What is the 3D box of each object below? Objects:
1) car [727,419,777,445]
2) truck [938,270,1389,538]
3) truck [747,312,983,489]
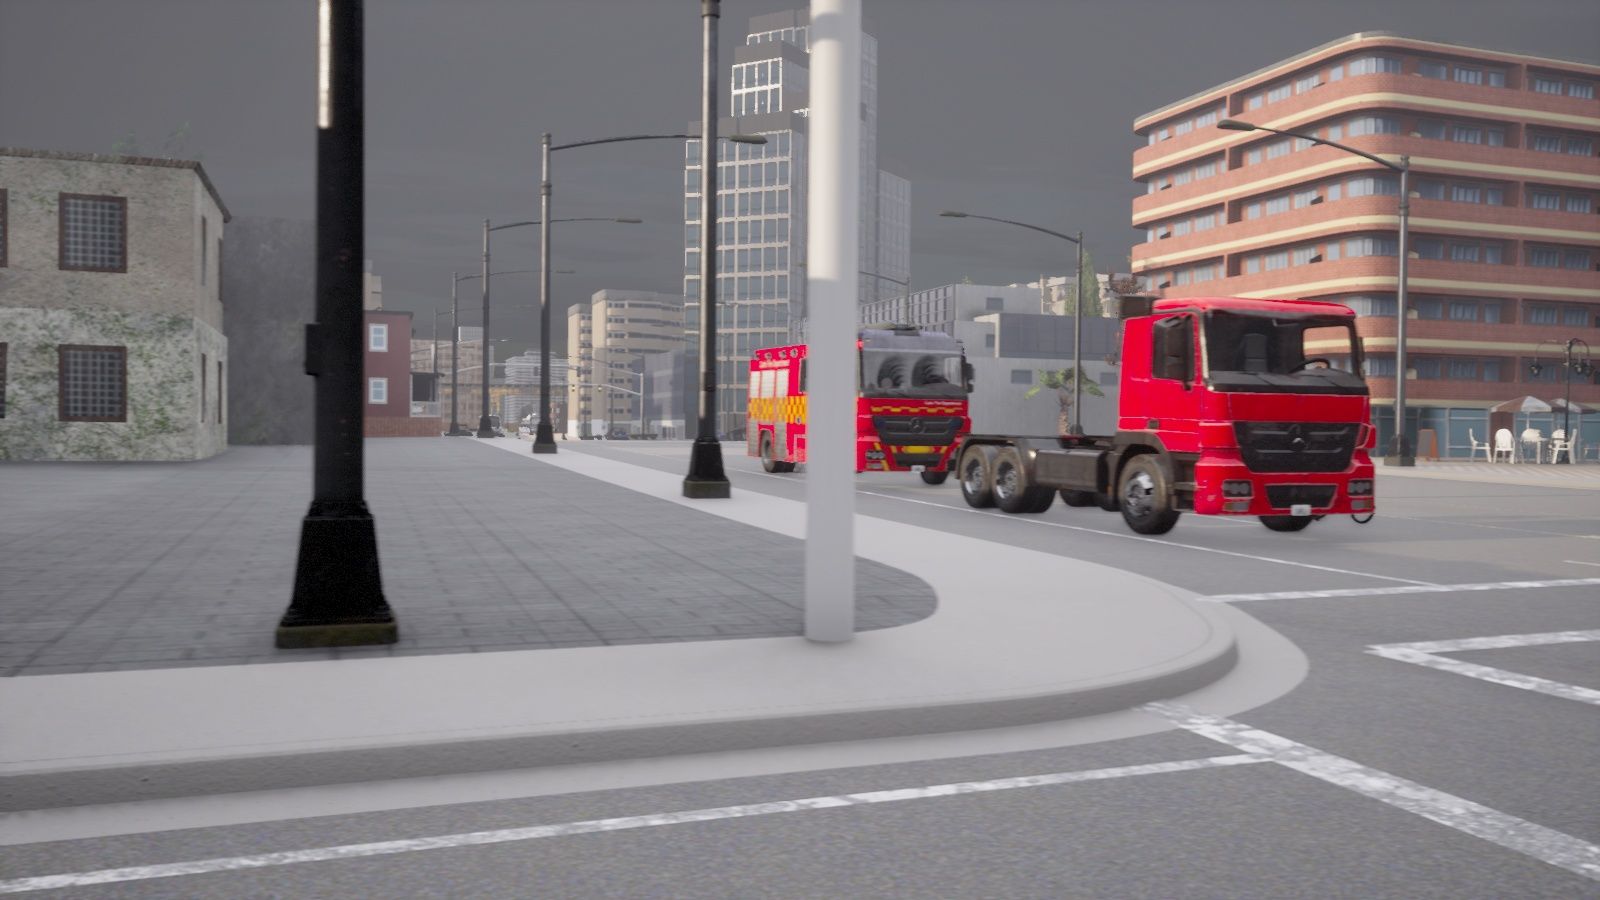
[{"bbox_3d":[-3.364,-1.214,86.482,2.033,1.649,4.856,-1,-1,-20],"label":"car"},{"bbox_3d":[5.344,-0.709,20.468,2.891,3.462,7.936,-1,2,-20],"label":"truck"},{"bbox_3d":[1.322,-1.213,31.725,2.891,3.827,8.468,-1,2,-20],"label":"truck"}]
